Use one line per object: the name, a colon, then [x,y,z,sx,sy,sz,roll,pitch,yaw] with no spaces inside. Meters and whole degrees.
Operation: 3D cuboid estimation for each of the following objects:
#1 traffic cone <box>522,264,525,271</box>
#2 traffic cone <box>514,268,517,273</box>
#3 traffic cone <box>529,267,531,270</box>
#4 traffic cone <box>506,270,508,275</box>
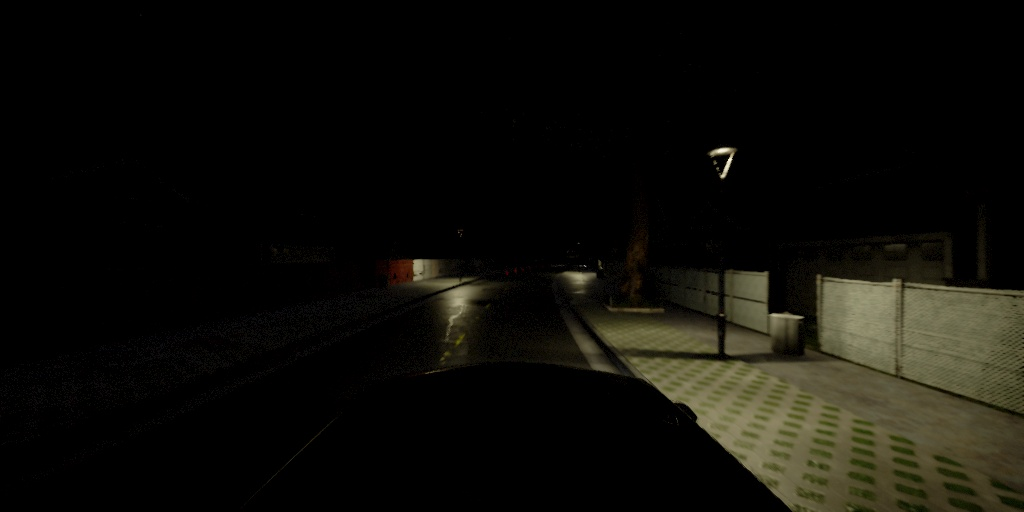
traffic cone: [1.501,1.755,48.530,0.340,0.580,0.340,0,0,13]
traffic cone: [0.430,1.744,43.586,0.340,0.580,0.340,0,0,12]
traffic cone: [2.690,1.768,53.447,0.340,0.580,0.340,0,0,14]
traffic cone: [-0.524,1.733,38.618,0.340,0.580,0.340,0,0,10]
